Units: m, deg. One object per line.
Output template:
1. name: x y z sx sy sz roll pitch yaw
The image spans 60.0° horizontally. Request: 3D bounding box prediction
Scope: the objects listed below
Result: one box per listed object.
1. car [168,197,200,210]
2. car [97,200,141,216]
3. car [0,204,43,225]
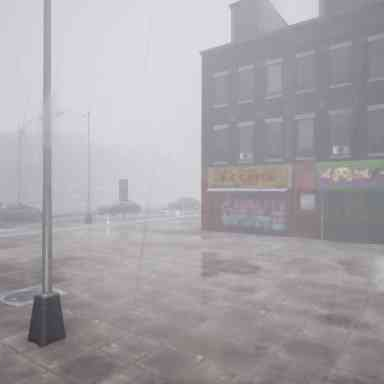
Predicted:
1. car: -0.912 1.381 40.200 1.837 1.490 4.892 0 0 36
2. car: -6.867 1.439 31.784 1.812 1.442 4.674 0 0 35
3. car: -12.736 1.515 23.470 1.994 1.385 4.181 0 0 36
